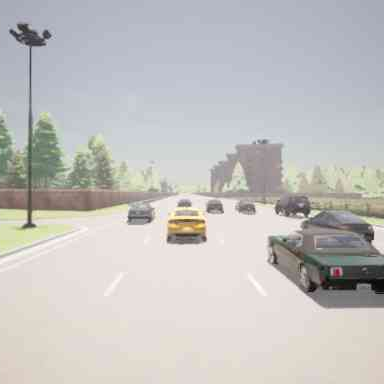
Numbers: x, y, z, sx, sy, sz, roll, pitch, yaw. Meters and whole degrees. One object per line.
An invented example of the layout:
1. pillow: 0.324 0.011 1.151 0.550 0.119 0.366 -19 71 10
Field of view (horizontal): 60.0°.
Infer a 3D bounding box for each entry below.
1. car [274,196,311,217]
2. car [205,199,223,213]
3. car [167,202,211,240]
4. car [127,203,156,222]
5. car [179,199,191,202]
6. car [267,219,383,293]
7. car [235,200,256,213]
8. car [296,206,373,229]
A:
1. car: 9.819 1.367 32.790 2.150 2.045 5.566 0 0 -1
2. car: 2.640 1.644 39.895 1.837 1.490 4.892 0 0 -1
3. car: -0.291 1.531 17.386 1.882 1.535 5.008 0 0 -2
4. car: -4.041 1.618 27.075 2.033 1.411 5.357 0 0 -1
5. car: -0.931 1.638 42.696 1.837 1.490 4.892 0 0 -1
6. car: 3.428 1.644 8.948 1.895 1.301 4.718 0 0 -1
7. car: 6.174 1.674 38.641 1.812 1.442 4.674 0 0 -1
8. car: 6.754 1.604 15.801 1.812 1.442 4.674 0 0 -1
